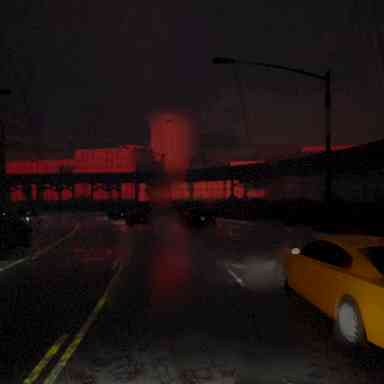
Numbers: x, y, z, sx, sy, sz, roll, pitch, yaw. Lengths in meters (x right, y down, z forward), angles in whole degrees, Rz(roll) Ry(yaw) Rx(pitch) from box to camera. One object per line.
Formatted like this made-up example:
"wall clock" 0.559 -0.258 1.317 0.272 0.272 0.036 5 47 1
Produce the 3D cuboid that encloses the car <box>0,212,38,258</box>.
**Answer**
"car" -8.447 1.831 14.357 1.882 1.535 5.008 0 -2 -9

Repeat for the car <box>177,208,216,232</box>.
"car" 0.256 1.960 25.074 2.097 1.767 4.553 0 -2 -13

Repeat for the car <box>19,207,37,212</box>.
"car" -25.745 3.148 51.885 4.892 1.490 1.837 -2 -2 44

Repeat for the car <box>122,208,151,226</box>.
"car" -5.042 2.286 30.945 1.882 1.535 5.008 0 -2 -17

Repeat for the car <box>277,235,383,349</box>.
"car" 3.190 1.577 6.501 1.882 1.535 5.008 0 -1 -4

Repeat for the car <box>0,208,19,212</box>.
"car" -27.382 3.097 48.557 4.892 1.490 1.837 -3 -2 45

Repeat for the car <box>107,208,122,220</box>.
"car" -9.090 2.684 41.010 1.994 1.385 4.181 0 -2 -26
